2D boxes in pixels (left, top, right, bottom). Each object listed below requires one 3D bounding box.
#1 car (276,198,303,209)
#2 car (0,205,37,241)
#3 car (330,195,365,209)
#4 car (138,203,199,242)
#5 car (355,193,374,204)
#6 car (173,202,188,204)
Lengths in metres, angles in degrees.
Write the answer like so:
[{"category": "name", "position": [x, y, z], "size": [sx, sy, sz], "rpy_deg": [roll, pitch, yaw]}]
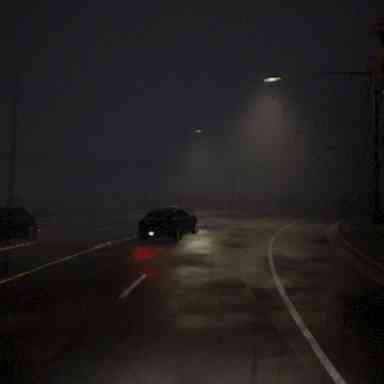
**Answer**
[{"category": "car", "position": [14.679, 1.706, 50.094], "size": [4.902, 1.511, 2.128], "rpy_deg": [0, -1, -35]}, {"category": "car", "position": [-9.070, 1.421, 14.651], "size": [2.097, 1.767, 4.553], "rpy_deg": [0, 0, 13]}, {"category": "car", "position": [21.435, 1.554, 46.595], "size": [4.902, 1.511, 2.128], "rpy_deg": [0, -2, -30]}, {"category": "car", "position": [-1.073, 1.570, 16.958], "size": [1.837, 1.490, 4.892], "rpy_deg": [-2, -1, 17]}, {"category": "car", "position": [32.270, 1.323, 63.792], "size": [5.566, 2.045, 2.150], "rpy_deg": [0, -1, -23]}, {"category": "car", "position": [-1.508, 1.853, 39.380], "size": [1.895, 1.301, 4.718], "rpy_deg": [-1, -1, 37]}]
